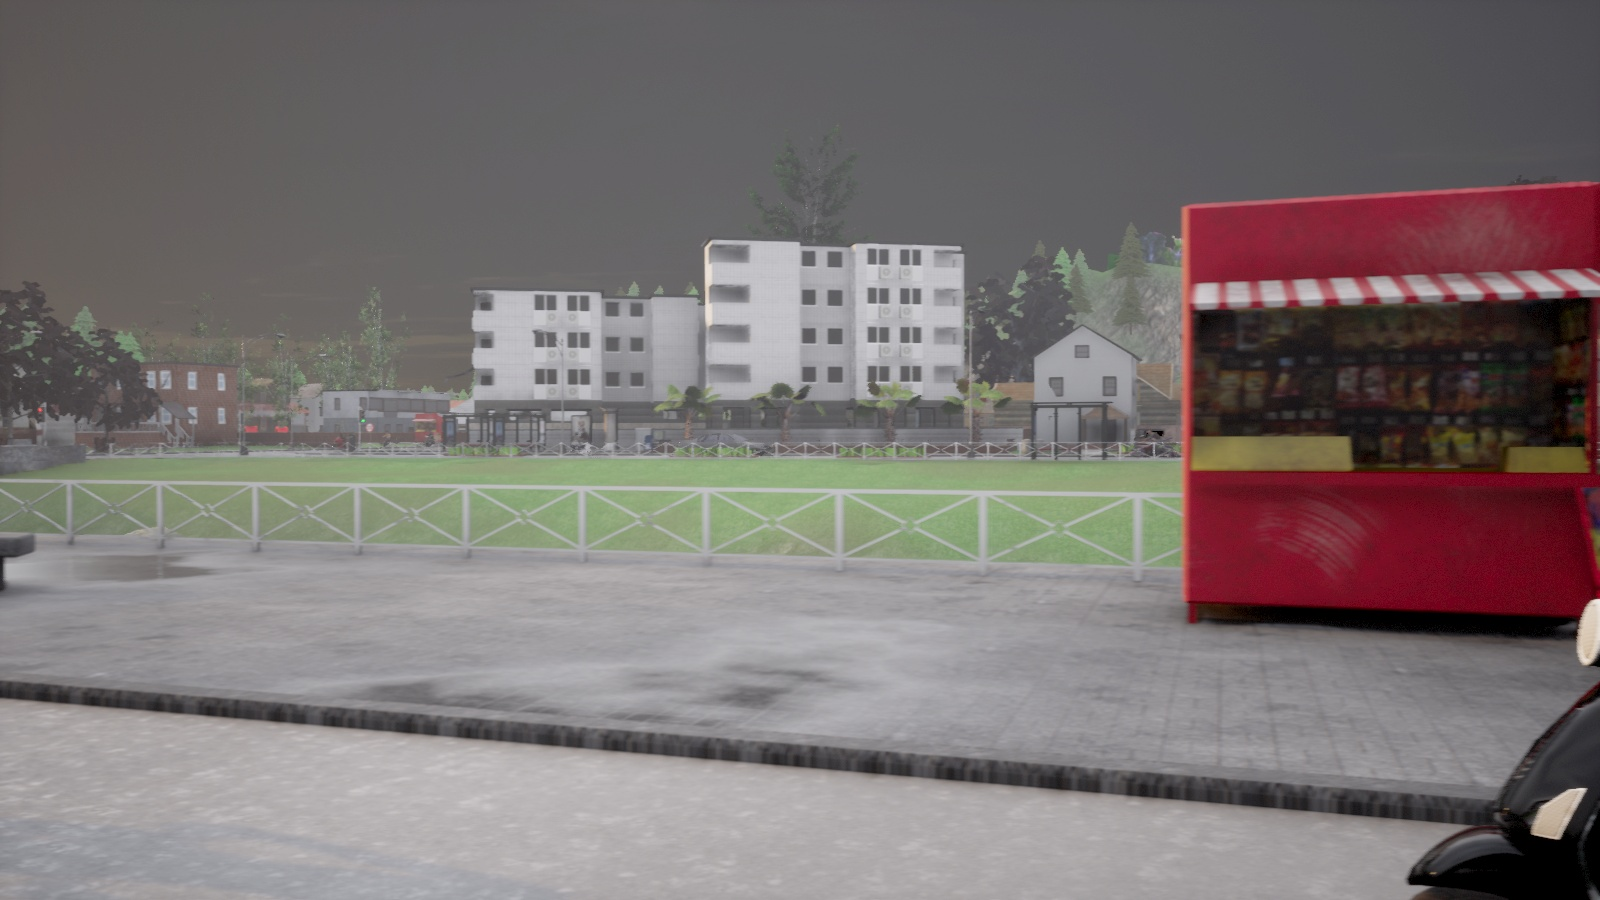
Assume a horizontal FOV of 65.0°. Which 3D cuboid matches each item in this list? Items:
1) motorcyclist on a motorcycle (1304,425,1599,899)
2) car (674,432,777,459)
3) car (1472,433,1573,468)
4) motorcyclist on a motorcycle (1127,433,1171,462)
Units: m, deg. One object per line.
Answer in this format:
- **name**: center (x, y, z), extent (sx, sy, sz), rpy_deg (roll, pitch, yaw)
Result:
- **motorcyclist on a motorcycle**: center (2.206, 0.741, 2.977), extent (1.817, 1.590, 0.866), rpy_deg (1, 1, 19)
- **car**: center (-4.153, -0.266, 70.221), extent (5.357, 1.411, 2.033), rpy_deg (1, 1, 19)
- **car**: center (33.127, 0.006, 57.669), extent (3.705, 1.549, 1.789), rpy_deg (0, 1, 19)
- **motorcyclist on a motorcycle**: center (18.559, -0.138, 66.795), extent (2.191, 1.530, 0.866), rpy_deg (1, 1, 19)
